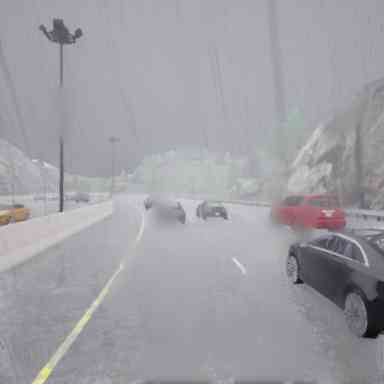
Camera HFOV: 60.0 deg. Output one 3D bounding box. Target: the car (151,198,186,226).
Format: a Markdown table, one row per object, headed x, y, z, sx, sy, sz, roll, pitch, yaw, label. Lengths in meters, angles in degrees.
| x | y | z | sx | sy | sz | roll | pitch | yaw | label |
| --- | --- | --- | --- | --- | --- | --- | --- | --- | --- |
| -1.525 | 1.393 | 22.629 | 2.128 | 1.511 | 4.902 | 0 | 0 | -7 | car |

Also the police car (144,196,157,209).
| x | y | z | sx | sy | sz | roll | pitch | yaw | label |
| --- | --- | --- | --- | --- | --- | --- | --- | --- | --- |
| -4.972 | 1.328 | 41.786 | 2.038 | 1.542 | 4.974 | 0 | 0 | -12 | police car |

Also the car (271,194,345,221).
| x | y | z | sx | sy | sz | roll | pitch | yaw | label |
| --- | --- | --- | --- | --- | --- | --- | --- | --- | --- |
| 6.078 | 1.129 | 18.028 | 2.150 | 2.045 | 5.566 | 0 | 0 | -5 | car |

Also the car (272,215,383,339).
| x | y | z | sx | sy | sz | roll | pitch | yaw | label |
| --- | --- | --- | --- | --- | --- | --- | --- | --- | --- |
| 3.360 | 1.456 | 6.515 | 2.128 | 1.511 | 4.902 | 0 | 0 | -2 | car |

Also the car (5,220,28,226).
| x | y | z | sx | sy | sz | roll | pitch | yaw | label |
| --- | --- | --- | --- | --- | --- | --- | --- | --- | --- |
| -12.198 | 1.403 | 21.789 | 1.882 | 1.535 | 5.008 | 0 | 0 | -8 | car |

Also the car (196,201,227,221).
| x | y | z | sx | sy | sz | roll | pitch | yaw | label |
| --- | --- | --- | --- | --- | --- | --- | --- | --- | --- |
| 1.503 | 1.406 | 26.263 | 1.812 | 1.442 | 4.674 | 0 | 0 | -8 | car |
